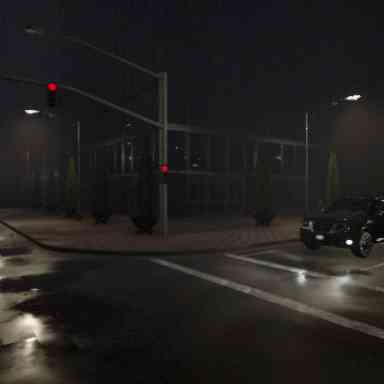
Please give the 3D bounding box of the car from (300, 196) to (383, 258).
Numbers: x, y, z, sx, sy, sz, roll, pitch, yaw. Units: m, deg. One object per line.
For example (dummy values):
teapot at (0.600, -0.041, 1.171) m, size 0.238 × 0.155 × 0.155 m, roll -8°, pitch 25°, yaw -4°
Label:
car at (6.626, 1.190, 13.005) m, size 5.566 × 2.045 × 2.150 m, roll 0°, pitch 0°, yaw -36°
